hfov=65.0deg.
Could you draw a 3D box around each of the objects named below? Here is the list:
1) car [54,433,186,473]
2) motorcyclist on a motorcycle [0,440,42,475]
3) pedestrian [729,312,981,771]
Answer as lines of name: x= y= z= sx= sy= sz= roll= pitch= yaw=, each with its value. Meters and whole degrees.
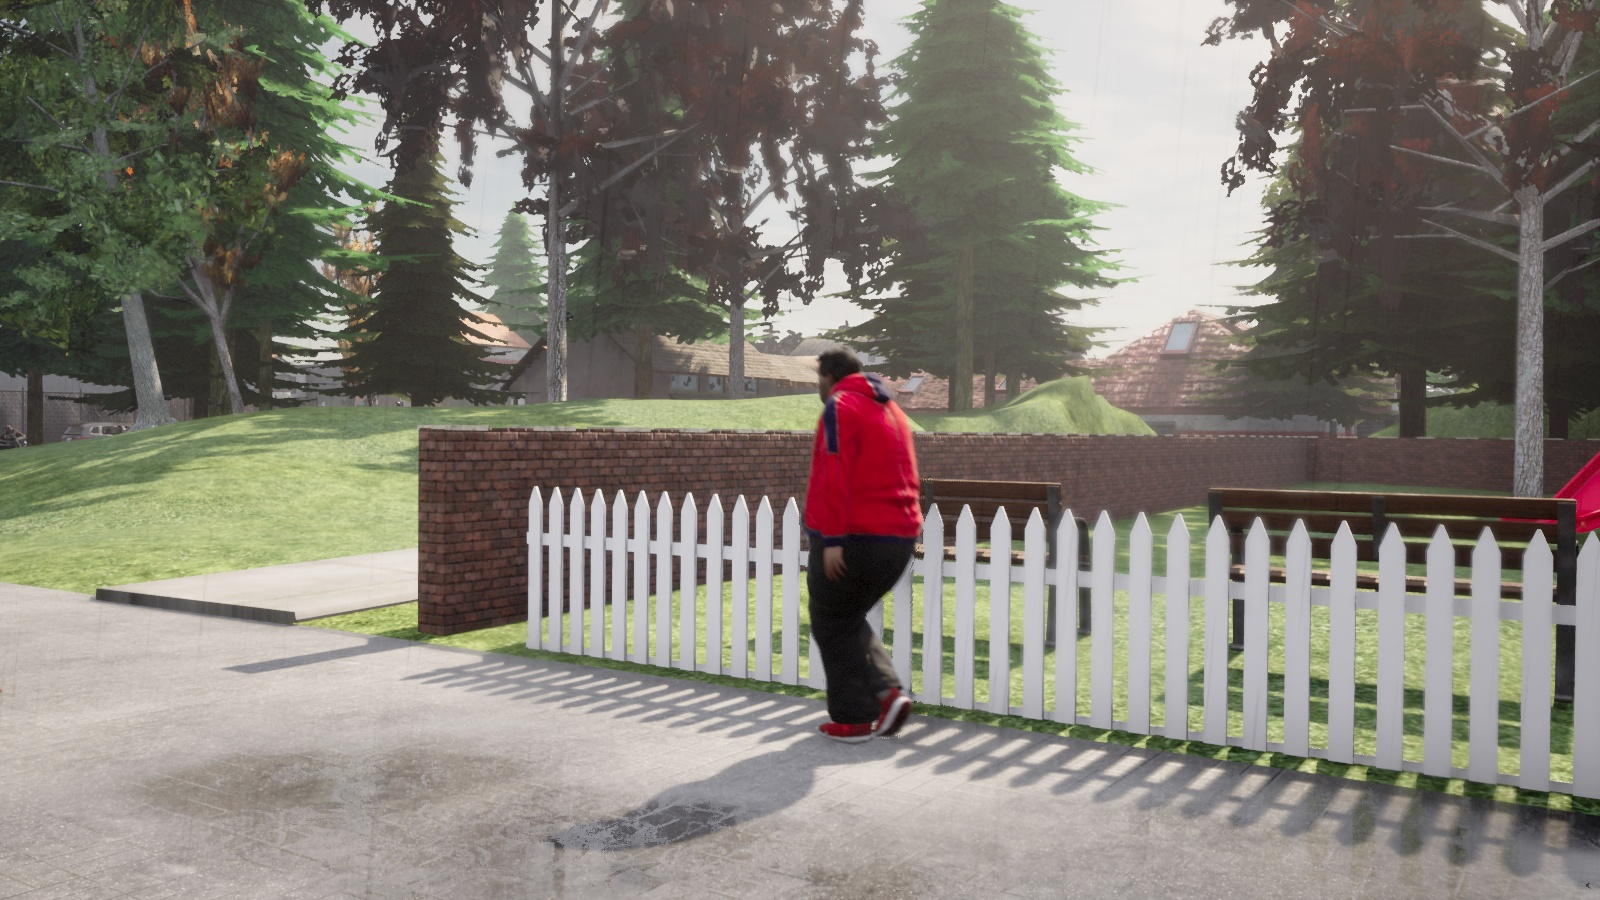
car: x=-30.199 y=0.087 z=55.916 sx=2.242 sy=1.667 sz=4.611 roll=0 pitch=1 yaw=33
motorcyclist on a motorcycle: x=-35.075 y=0.322 z=55.801 sx=0.866 sy=1.530 sz=2.191 roll=0 pitch=1 yaw=34
pedestrian: x=0.242 y=0.363 z=5.572 sx=0.899 sy=1.844 sz=0.634 roll=0 pitch=1 yaw=39
